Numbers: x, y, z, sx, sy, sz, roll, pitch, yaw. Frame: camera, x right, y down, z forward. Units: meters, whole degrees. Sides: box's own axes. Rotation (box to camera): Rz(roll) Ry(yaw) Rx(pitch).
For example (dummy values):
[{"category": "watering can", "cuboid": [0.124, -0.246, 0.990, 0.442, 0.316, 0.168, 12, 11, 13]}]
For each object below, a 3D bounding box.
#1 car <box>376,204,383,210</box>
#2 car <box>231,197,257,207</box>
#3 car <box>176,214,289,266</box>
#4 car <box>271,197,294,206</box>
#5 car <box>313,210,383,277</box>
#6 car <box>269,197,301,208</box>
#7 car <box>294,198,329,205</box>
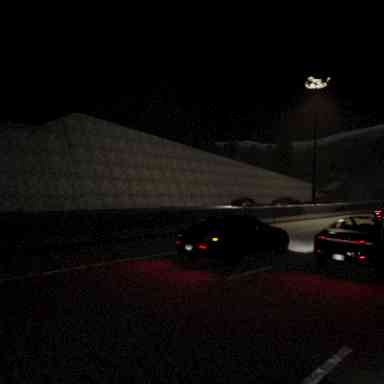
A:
[{"category": "car", "cuboid": [15.514, 1.619, 25.515, 1.837, 1.490, 4.892, 2, 1, 45]}, {"category": "car", "cuboid": [7.399, 1.366, 47.431, 1.994, 1.385, 4.181, 2, 1, 45]}, {"category": "car", "cuboid": [1.523, 1.468, 11.359, 1.812, 1.442, 4.674, 2, 1, 45]}, {"category": "car", "cuboid": [12.216, 1.423, 42.348, 2.128, 1.511, 4.902, 2, 1, 45]}, {"category": "car", "cuboid": [5.566, 1.518, 10.469, 2.128, 1.511, 4.902, 2, 1, 45]}, {"category": "car", "cuboid": [13.688, 1.462, 48.772, 5.357, 1.411, 2.033, 1, 1, -45]}, {"category": "car", "cuboid": [14.704, 1.488, 39.887, 2.128, 1.511, 4.902, 2, 1, 45]}]
